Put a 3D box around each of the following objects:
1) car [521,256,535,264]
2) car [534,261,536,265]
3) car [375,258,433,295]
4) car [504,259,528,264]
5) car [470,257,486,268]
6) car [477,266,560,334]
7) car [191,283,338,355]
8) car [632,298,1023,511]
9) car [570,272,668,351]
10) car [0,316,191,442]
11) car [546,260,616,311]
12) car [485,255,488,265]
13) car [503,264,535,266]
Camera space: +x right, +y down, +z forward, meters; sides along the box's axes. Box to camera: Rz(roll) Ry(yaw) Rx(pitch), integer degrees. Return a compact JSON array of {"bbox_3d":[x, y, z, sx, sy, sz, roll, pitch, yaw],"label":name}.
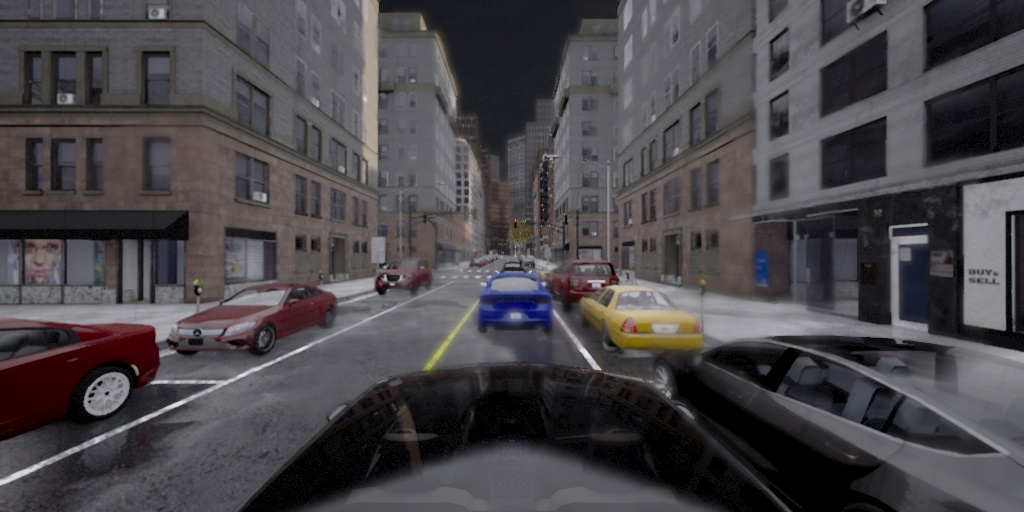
[{"bbox_3d":[2.806,1.134,57.384,2.007,1.370,4.403,0,0,0],"label":"car"},{"bbox_3d":[2.781,1.243,25.448,1.751,1.417,4.829,0,0,0],"label":"car"},{"bbox_3d":[-5.749,1.046,19.738,2.192,1.841,5.009,0,0,0],"label":"car"},{"bbox_3d":[0.067,1.216,27.700,1.837,1.490,4.892,0,0,0],"label":"car"},{"bbox_3d":[-5.719,1.128,57.398,1.888,1.381,4.507,0,0,0],"label":"car"},{"bbox_3d":[0.064,1.223,10.692,1.882,1.535,5.008,0,0,-1],"label":"car"},{"bbox_3d":[-5.758,1.329,8.631,1.802,1.307,4.207,0,0,0],"label":"car"},{"bbox_3d":[2.763,1.316,3.066,1.948,1.339,4.313,0,0,0],"label":"car"},{"bbox_3d":[2.768,1.272,8.788,1.751,1.417,4.829,0,0,0],"label":"car"},{"bbox_3d":[-5.762,1.295,3.080,1.888,1.381,4.507,0,0,0],"label":"car"},{"bbox_3d":[2.772,1.056,14.173,2.192,1.841,5.009,0,0,0],"label":"car"},{"bbox_3d":[-5.715,0.992,62.823,1.967,1.591,4.097,0,0,0],"label":"car"},{"bbox_3d":[0.107,1.297,18.787,1.994,1.385,4.181,0,0,0],"label":"car"}]
